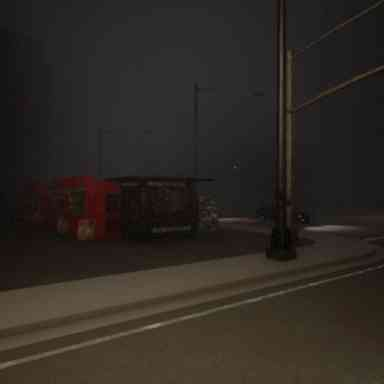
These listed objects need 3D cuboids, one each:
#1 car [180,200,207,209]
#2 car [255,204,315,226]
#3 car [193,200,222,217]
[{"bbox_3d":[0.252,2.189,58.747,2.033,1.411,5.357,0,-1,-36],"label":"car"},{"bbox_3d":[6.960,1.675,25.323,1.837,1.490,4.892,0,-1,-36],"label":"car"},{"bbox_3d":[1.014,1.820,33.518,1.812,1.442,4.674,0,-1,-36],"label":"car"}]
